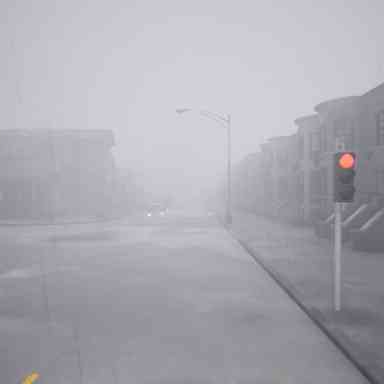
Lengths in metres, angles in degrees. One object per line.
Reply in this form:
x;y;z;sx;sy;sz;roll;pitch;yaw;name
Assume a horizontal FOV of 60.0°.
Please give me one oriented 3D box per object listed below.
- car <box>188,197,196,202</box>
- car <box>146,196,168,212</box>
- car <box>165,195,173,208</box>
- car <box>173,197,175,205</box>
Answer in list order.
-0.064;1.754;74.067;2.033;1.411;5.357;0;0;0;car
-4.147;1.526;39.413;1.812;1.442;4.674;0;0;-1;car
-4.146;1.505;48.599;1.837;1.490;4.892;0;0;0;car
-4.127;1.352;58.392;2.097;1.767;4.553;0;0;0;car
